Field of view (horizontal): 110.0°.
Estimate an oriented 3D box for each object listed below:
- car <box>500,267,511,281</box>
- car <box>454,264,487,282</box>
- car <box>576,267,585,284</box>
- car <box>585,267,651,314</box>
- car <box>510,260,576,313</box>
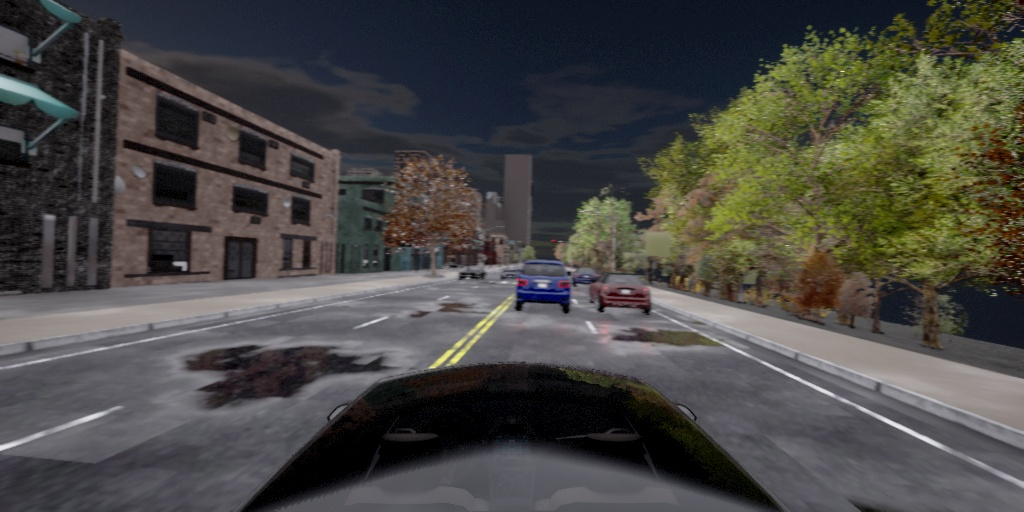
[{"bbox_3d":[-0.002,1.762,35.841,1.994,1.385,4.181,2,-1,5],"label":"car"},{"bbox_3d":[-3.547,1.622,32.783,1.895,1.301,4.718,2,-1,6],"label":"car"},{"bbox_3d":[6.254,1.726,31.232,2.097,1.767,4.553,2,-1,6],"label":"car"},{"bbox_3d":[4.726,1.472,16.241,2.097,1.767,4.553,2,-1,6],"label":"car"},{"bbox_3d":[1.419,1.212,15.849,2.150,2.045,5.566,2,0,6],"label":"car"}]
